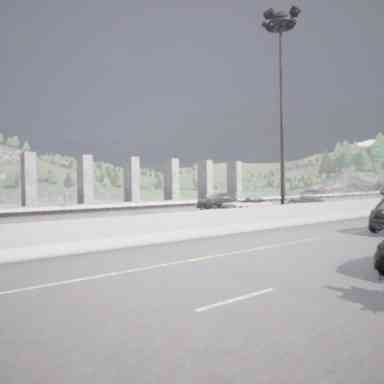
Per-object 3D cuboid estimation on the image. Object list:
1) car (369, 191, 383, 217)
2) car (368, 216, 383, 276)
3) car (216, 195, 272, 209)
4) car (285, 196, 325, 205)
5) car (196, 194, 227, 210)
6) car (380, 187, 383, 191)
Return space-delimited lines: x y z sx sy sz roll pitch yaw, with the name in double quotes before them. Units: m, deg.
"car" 10.108 0.963 15.291 4.553 1.767 2.097 -2 1 -36
"car" 6.370 1.338 8.281 4.181 1.385 1.994 -2 1 -35
"car" 4.758 1.129 28.950 4.718 1.301 1.895 -2 1 -36
"car" 9.436 1.018 28.056 4.181 1.385 1.994 -2 1 -37
"car" 2.741 1.129 31.810 4.718 1.301 1.895 -2 1 -36
"car" 37.072 -0.349 61.725 5.566 2.045 2.150 -2 1 -37
